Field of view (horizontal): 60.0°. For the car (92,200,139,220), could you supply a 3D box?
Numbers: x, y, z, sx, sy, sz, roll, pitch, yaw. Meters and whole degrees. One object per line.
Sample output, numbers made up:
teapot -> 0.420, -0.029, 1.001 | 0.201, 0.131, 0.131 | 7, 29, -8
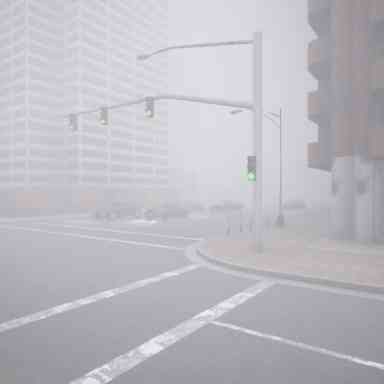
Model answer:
car -> -6.192, 1.505, 28.138 | 1.837, 1.490, 4.892 | 0, 0, 35

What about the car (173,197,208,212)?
car -> -0.474, 1.564, 36.265 | 1.994, 1.385, 4.181 | 0, 0, 35

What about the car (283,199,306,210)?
car -> 13.507, 1.564, 43.707 | 1.994, 1.385, 4.181 | 0, 0, 35

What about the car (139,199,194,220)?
car -> -2.082, 1.564, 27.899 | 1.994, 1.385, 4.181 | 0, 0, 35

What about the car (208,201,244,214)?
car -> 3.788, 1.601, 36.235 | 1.895, 1.301, 4.718 | 0, 0, 35
